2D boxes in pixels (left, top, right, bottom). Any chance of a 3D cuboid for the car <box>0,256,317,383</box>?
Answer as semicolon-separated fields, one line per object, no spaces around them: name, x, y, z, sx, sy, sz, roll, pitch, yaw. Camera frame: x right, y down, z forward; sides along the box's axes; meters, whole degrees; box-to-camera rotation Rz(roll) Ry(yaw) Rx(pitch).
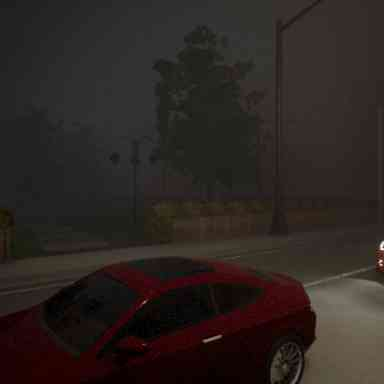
car;-0.535;1.523;3.602;4.674;1.442;1.812;0;0;-35

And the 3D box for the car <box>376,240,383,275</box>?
car;6.914;1.336;8.892;4.553;1.767;2.097;0;0;-35
